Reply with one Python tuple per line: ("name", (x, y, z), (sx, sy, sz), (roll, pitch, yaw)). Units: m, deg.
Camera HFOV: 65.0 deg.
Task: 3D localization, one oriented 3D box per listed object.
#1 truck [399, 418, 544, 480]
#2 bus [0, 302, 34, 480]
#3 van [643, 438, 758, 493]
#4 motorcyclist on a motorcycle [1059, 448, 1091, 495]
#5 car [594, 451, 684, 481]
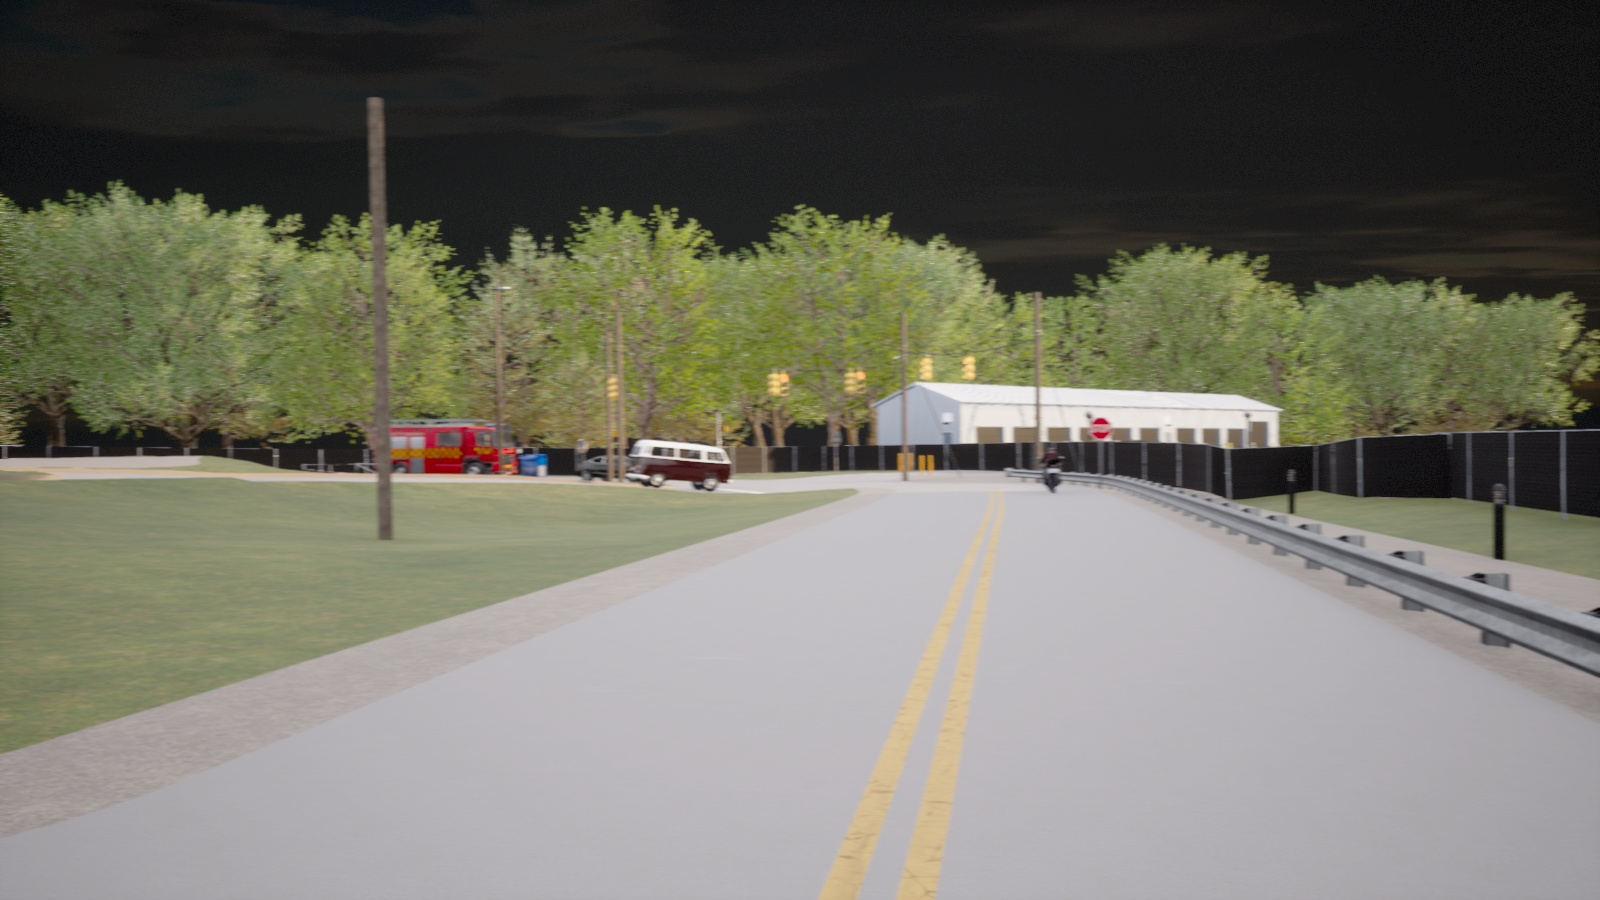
("truck", (-20.768, -0.096, 79.514), (8.468, 3.827, 2.891), (0, 2, 12))
("bus", (-21.923, -1.375, 26.379), (3.944, 4.253, 10.273), (0, 0, 12))
("van", (-4.367, 0.675, 55.171), (4.480, 2.038, 2.069), (5, -1, -23))
("motorcyclist on a motorcycle", (9.089, 0.697, 41.524), (0.866, 1.530, 2.191), (-1, 0, 9))
("car", (-9.633, 0.938, 75.263), (5.027, 1.651, 2.152), (1, 2, 28))
